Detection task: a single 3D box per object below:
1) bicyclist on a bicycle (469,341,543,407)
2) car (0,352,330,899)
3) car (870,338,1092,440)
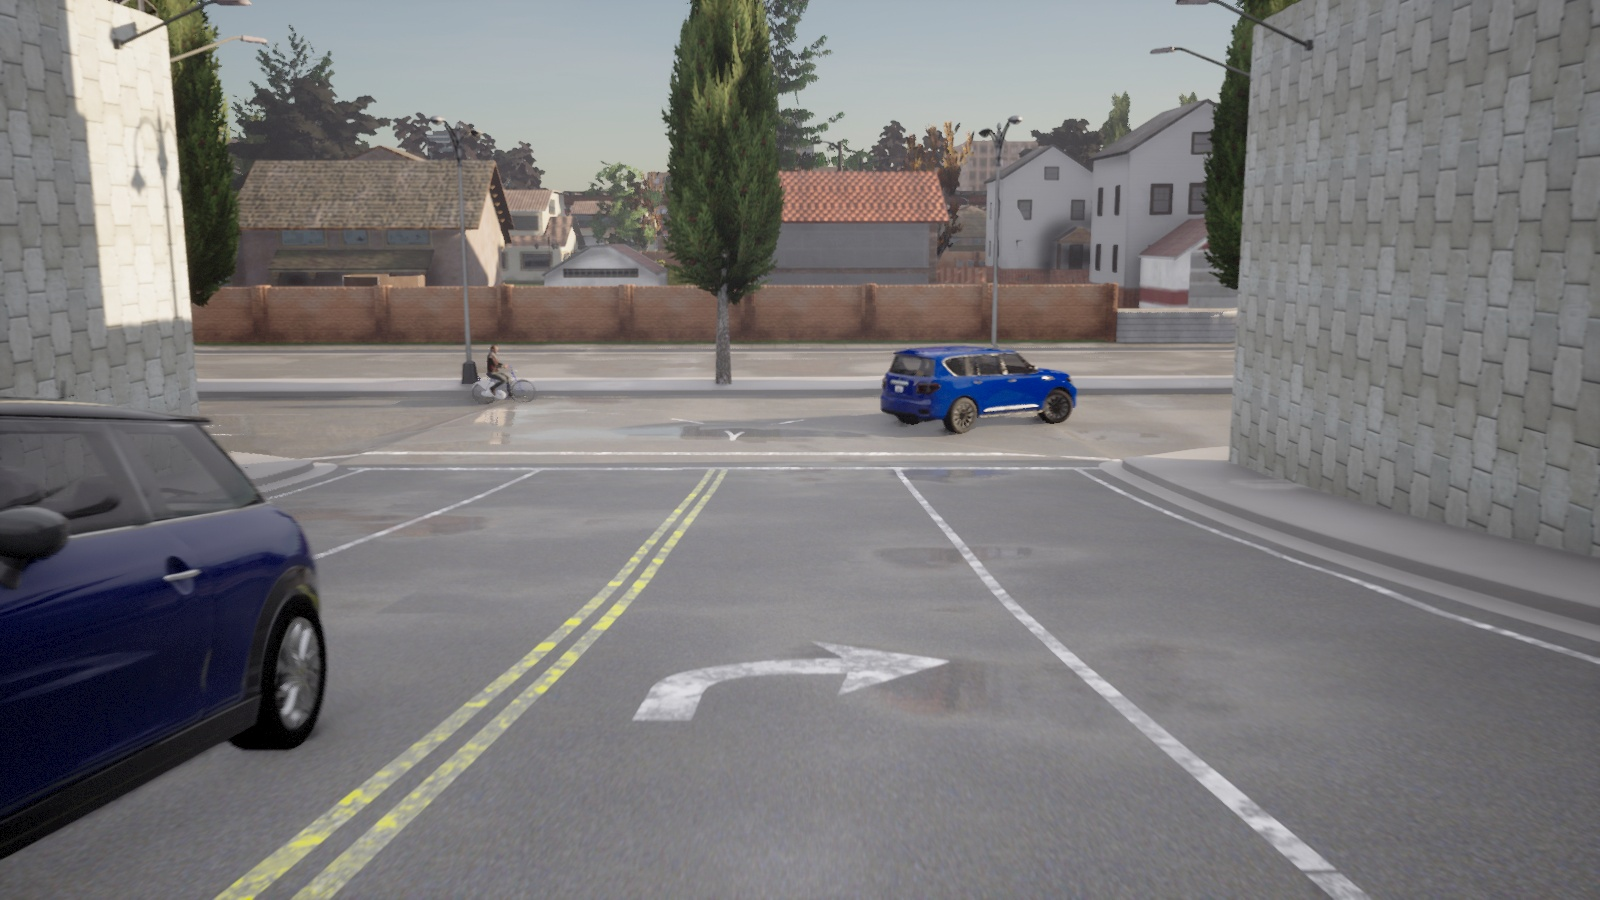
[{"bbox_3d":[-8.503,-2.197,36.367,1.843,1.776,0.659,-3,9,0],"label":"bicyclist on a bicycle"},{"bbox_3d":[-3.461,0.584,4.131,2.097,1.767,4.553,0,0,0],"label":"car"},{"bbox_3d":[4.682,-1.654,32.179,5.566,2.045,2.150,-6,11,-34],"label":"car"}]
